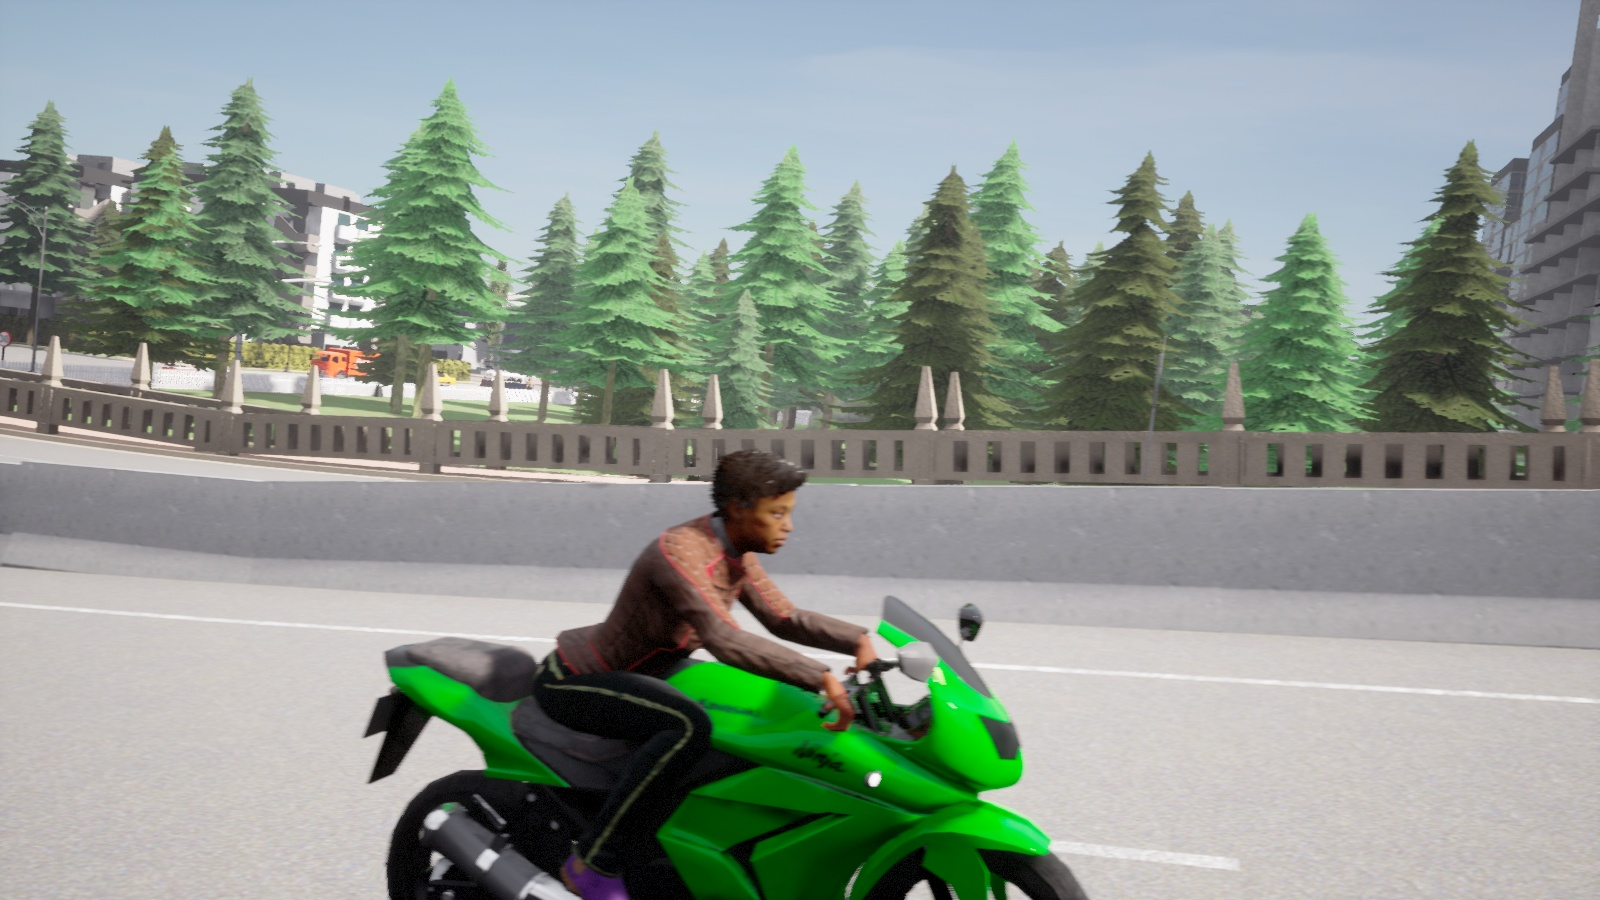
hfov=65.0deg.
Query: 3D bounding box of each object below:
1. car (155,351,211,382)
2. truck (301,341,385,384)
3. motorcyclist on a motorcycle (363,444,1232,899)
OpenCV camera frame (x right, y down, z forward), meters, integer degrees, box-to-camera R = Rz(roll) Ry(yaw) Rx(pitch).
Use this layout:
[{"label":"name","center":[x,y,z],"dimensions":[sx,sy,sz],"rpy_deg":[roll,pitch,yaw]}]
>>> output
[{"label":"car","center":[-33.363,-4.511,67.930],"dimensions":[1.481,1.376,2.207],"rpy_deg":[8,4,20]},{"label":"truck","center":[-32.647,-6.207,89.905],"dimensions":[2.627,2.467,5.204],"rpy_deg":[8,3,20]},{"label":"motorcyclist on a motorcycle","center":[0.004,0.762,3.192],"dimensions":[2.044,1.523,0.797],"rpy_deg":[1,1,19]}]
